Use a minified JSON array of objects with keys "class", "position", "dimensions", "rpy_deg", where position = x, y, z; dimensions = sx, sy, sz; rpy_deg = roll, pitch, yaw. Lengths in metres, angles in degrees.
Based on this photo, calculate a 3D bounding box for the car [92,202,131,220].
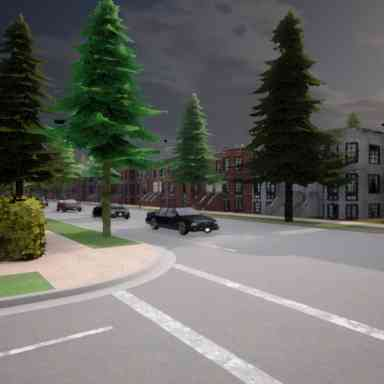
[{"class":"car","position":[-6.662,1.540,27.175],"dimensions":[1.994,1.385,4.181],"rpy_deg":[0,0,-36]}]

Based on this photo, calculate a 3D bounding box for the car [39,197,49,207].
[{"class":"car","position":[-22.982,1.478,50.060],"dimensions":[2.128,1.511,4.902],"rpy_deg":[0,0,-36]}]

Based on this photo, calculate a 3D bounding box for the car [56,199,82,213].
[{"class":"car","position":[-13.701,1.503,36.986],"dimensions":[1.812,1.442,4.674],"rpy_deg":[0,0,-36]}]

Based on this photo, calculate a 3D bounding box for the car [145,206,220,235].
[{"class":"car","position":[-0.767,1.525,18.974],"dimensions":[2.033,1.411,5.357],"rpy_deg":[0,0,-36]}]
